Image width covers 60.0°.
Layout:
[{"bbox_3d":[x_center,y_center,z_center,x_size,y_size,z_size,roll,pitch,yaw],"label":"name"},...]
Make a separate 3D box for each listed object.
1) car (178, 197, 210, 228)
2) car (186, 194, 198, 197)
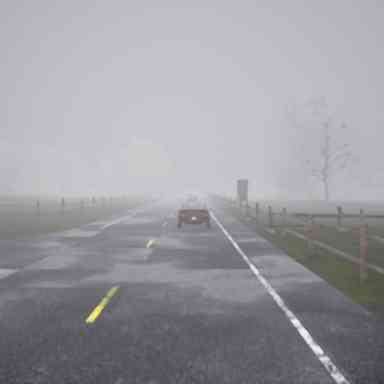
[{"bbox_3d":[0.104,1.310,21.052,1.882,1.535,5.008,0,0,0],"label":"car"},{"bbox_3d":[0.014,1.049,55.368,2.128,1.511,4.902,0,0,0],"label":"car"}]
